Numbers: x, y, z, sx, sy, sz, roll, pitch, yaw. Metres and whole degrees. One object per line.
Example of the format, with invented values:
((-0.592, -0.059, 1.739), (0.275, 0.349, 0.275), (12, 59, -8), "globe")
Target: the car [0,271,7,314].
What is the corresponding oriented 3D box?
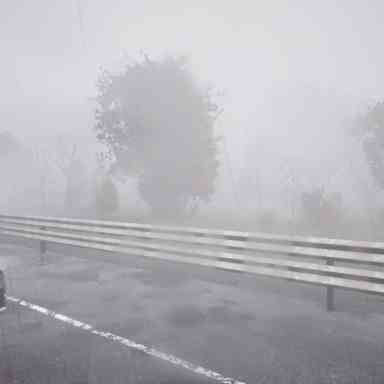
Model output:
((-5.118, 1.493, 5.817), (4.902, 1.511, 2.128), (0, 0, 36), "car")
